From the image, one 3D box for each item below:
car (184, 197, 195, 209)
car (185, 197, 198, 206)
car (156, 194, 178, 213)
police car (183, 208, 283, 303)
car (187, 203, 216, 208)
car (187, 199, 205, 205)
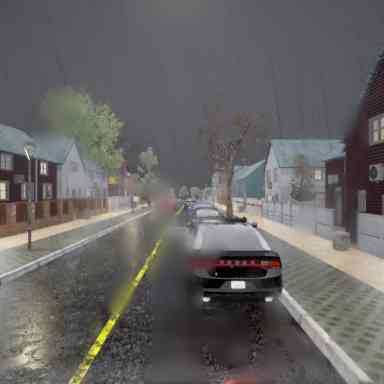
[{"bbox_3d":[-0.085,1.594,44.897,2.128,1.511,4.902,0,0,1],"label":"car"},{"bbox_3d":[-0.136,1.678,58.084,2.128,1.511,4.902,0,0,0],"label":"car"},{"bbox_3d":[-2.840,1.291,38.239,2.150,2.045,5.566,0,0,0],"label":"car"},{"bbox_3d":[0.805,1.426,8.420,1.930,1.638,5.238,0,0,0],"label":"police car"},{"bbox_3d":[0.782,1.535,18.311,1.812,1.442,4.674,0,0,0],"label":"car"},{"bbox_3d":[0.768,1.500,24.312,1.882,1.535,5.008,0,0,0],"label":"car"}]
